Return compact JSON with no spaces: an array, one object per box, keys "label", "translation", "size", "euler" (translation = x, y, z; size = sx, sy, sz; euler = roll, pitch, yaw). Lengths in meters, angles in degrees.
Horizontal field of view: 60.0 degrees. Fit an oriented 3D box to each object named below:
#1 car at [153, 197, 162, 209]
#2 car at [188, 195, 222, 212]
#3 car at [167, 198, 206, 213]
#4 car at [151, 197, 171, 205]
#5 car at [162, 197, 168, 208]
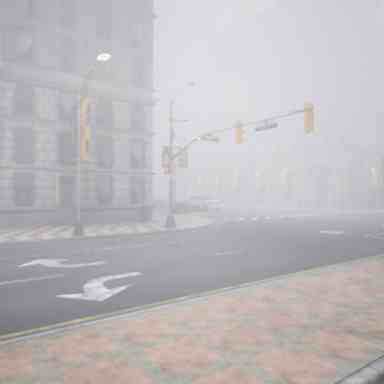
[{"label":"car","translation":[-6.683,1.489,47.932],"size":[2.097,1.767,4.553],"euler":[0,0,-35]},{"label":"car","translation":[1.466,1.380,42.547],"size":[2.150,2.045,5.566],"euler":[0,0,-37]},{"label":"car","translation":[-0.705,1.701,39.579],"size":[1.994,1.385,4.181],"euler":[0,0,-36]},{"label":"car","translation":[-6.141,1.728,65.533],"size":[1.812,1.442,4.674],"euler":[0,0,-35]},{"label":"car","translation":[-4.378,1.650,50.736],"size":[2.128,1.511,4.902],"euler":[0,0,-35]}]
